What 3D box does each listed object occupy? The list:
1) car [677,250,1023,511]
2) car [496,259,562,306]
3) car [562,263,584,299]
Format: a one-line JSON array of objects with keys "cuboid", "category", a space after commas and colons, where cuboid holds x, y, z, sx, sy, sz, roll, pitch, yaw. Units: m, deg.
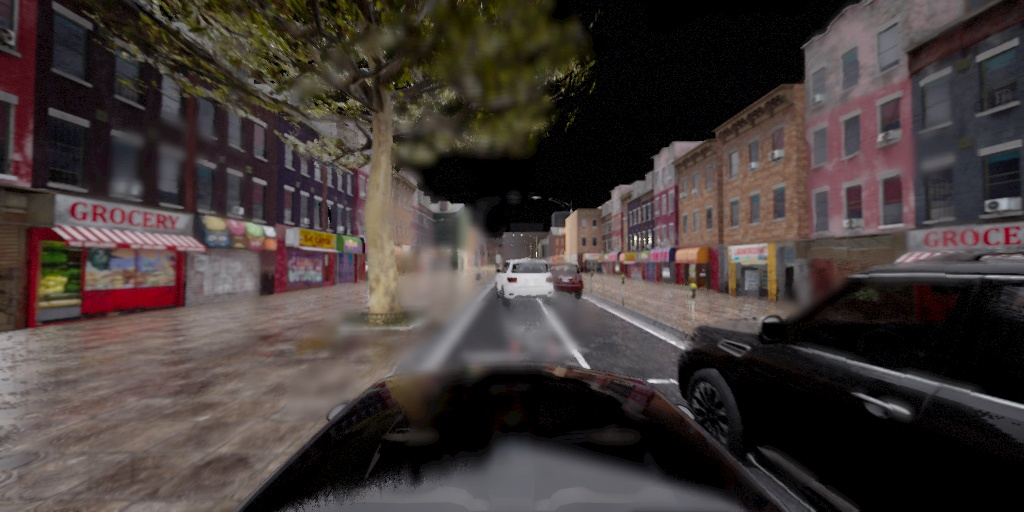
[{"cuboid": [2.982, 0.979, 1.787, 2.150, 2.045, 5.566, 0, -1, 0], "category": "car"}, {"cuboid": [0.498, 1.173, 17.136, 2.150, 2.045, 5.566, 0, -1, -7], "category": "car"}, {"cuboid": [2.630, 1.301, 19.844, 2.192, 1.841, 5.009, 0, 0, 0], "category": "car"}]
